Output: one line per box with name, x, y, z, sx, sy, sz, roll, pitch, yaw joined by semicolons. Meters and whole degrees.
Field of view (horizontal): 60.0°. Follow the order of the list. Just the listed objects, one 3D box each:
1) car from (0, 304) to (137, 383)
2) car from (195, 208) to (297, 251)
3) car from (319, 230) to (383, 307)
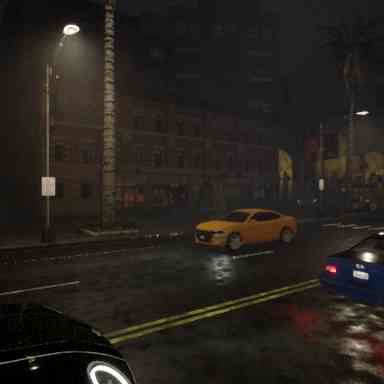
car;-2.539;1.352;1.880;4.553;1.767;2.097;0;0;-36
car;2.421;1.477;14.373;5.008;1.535;1.882;0;0;-36
car;5.093;1.547;7.473;5.357;1.411;2.033;0;0;-36
